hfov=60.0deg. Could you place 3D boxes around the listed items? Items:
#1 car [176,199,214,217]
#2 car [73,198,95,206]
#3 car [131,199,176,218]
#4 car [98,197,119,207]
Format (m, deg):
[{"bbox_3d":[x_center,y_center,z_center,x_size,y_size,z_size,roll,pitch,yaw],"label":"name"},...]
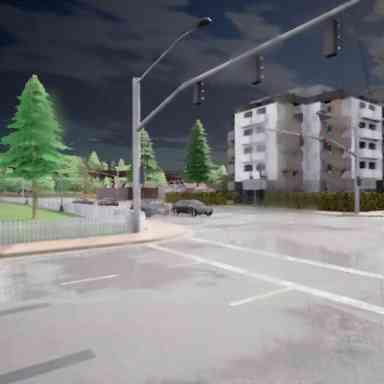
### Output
[{"bbox_3d":[-0.002,1.418,30.030,1.837,1.490,4.892,0,0,-34],"label":"car"},{"bbox_3d":[-15.019,1.528,46.149,1.895,1.301,4.718,0,0,-34],"label":"car"},{"bbox_3d":[-3.802,1.420,29.403,2.128,1.511,4.902,0,0,-34],"label":"car"},{"bbox_3d":[-12.041,1.474,47.987,1.994,1.385,4.181,0,0,-33],"label":"car"}]
